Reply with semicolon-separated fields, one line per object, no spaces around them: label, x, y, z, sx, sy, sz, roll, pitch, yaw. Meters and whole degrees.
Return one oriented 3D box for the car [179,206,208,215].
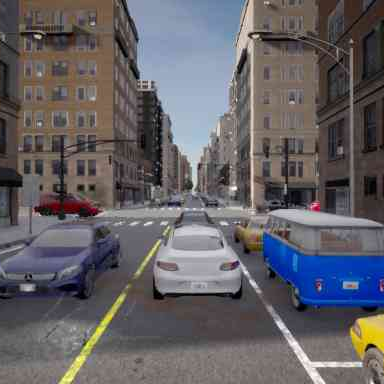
car;0.108;1.566;15.653;1.994;1.385;4.181;0;0;0

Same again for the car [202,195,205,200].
car;3.120;1.549;56.336;1.887;1.381;4.507;1;0;1

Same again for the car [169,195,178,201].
car;-4.946;1.565;89.621;1.947;1.339;4.313;1;0;1

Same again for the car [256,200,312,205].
car;8.548;1.557;32.159;4.892;1.490;1.837;0;0;0

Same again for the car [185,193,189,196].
car;-2.338;1.359;72.034;2.097;1.767;4.553;0;0;1

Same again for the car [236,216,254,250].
car;2.689;1.527;13.313;1.752;1.417;4.829;1;0;0

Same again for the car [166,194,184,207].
car;-2.702;1.483;52.247;1.882;1.535;5.008;0;0;1

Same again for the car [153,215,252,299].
car;0.084;1.527;8.317;1.812;1.442;4.674;0;0;-1

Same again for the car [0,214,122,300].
car;-3.054;1.527;8.552;1.812;1.442;4.674;0;0;1

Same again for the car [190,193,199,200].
car;0.935;1.522;91.853;1.812;1.442;4.674;0;0;1

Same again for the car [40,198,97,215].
car;-11.935;1.422;32.327;4.892;1.490;1.837;1;-1;0

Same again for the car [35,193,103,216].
car;-10.586;1.121;28.657;5.566;2.045;2.150;1;-1;6

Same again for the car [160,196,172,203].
car;-5.251;1.549;67.506;1.887;1.381;4.507;1;0;1

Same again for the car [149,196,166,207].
car;-5.482;1.588;50.920;1.802;1.307;4.206;1;0;1

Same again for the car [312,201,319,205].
car;15.592;1.356;35.566;5.566;2.045;2.150;0;-1;0

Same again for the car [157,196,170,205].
car;-5.328;1.556;61.977;2.008;1.369;4.403;1;0;1

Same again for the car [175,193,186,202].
car;-2.543;1.482;61.907;1.882;1.535;5.008;0;0;1

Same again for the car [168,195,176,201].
car;-5.024;1.526;83.923;1.752;1.417;4.829;1;0;1

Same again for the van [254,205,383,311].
van;2.685;1.342;7.469;1.690;1.788;3.998;1;0;0

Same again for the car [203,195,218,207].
car;3.044;1.570;50.806;1.947;1.339;4.313;1;0;1

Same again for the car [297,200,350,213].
car;15.241;1.712;38.814;5.357;1.411;2.033;0;-1;0

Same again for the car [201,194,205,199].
car;3.196;1.555;61.866;2.008;1.369;4.403;1;0;1

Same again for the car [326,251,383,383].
car;2.678;1.526;1.966;1.752;1.417;4.829;1;0;0

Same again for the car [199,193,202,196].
car;3.579;1.549;89.517;2.008;1.369;4.403;1;0;1

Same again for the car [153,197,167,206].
car;-5.405;1.571;56.449;1.947;1.339;4.313;1;0;1
